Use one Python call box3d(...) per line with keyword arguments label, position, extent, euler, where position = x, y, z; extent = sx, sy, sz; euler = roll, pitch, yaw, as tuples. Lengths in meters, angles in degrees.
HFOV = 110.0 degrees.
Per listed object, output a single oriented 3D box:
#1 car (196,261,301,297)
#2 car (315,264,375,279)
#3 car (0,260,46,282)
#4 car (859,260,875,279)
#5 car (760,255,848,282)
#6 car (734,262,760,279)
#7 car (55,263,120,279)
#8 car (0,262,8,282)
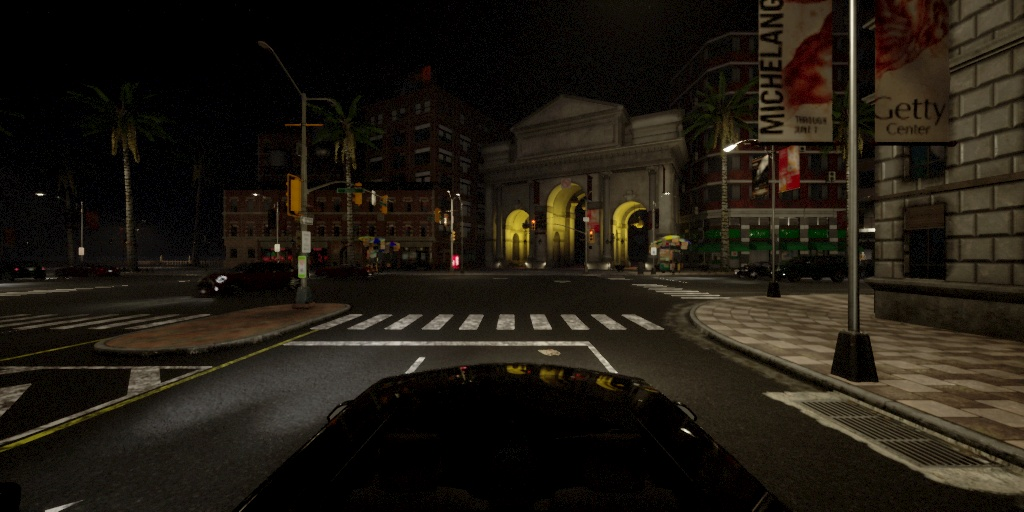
box3d(label="car", position=(-13.711, 1.102, 19.009), extent=(2.097, 1.767, 4.553), euler=(0, 0, 24))
box3d(label="car", position=(-14.867, 1.351, 32.006), extent=(4.718, 1.301, 1.895), euler=(0, 0, 0))
box3d(label="car", position=(-40.540, 1.102, 28.669), extent=(4.553, 1.767, 2.097), euler=(0, 0, 0))
box3d(label="car", position=(31.287, 1.103, 31.589), extent=(4.553, 1.767, 2.097), euler=(0, 0, 2))
box3d(label="car", position=(23.285, 0.971, 28.257), extent=(5.566, 2.045, 2.150), euler=(0, 0, 0))
box3d(label="car", position=(22.309, 1.242, 31.753), extent=(4.902, 1.511, 2.128), euler=(0, 0, 0))
box3d(label="car", position=(-38.020, 1.314, 32.153), extent=(4.181, 1.385, 1.994), euler=(0, 0, 0))
box3d(label="car", position=(-39.337, 1.298, 24.970), extent=(5.357, 1.411, 2.033), euler=(0, 0, 0))
